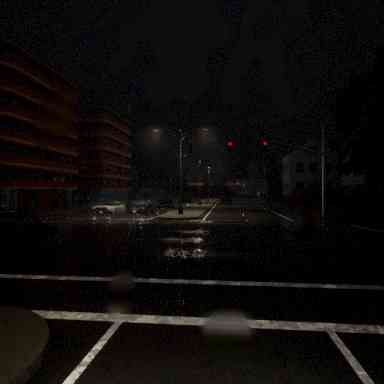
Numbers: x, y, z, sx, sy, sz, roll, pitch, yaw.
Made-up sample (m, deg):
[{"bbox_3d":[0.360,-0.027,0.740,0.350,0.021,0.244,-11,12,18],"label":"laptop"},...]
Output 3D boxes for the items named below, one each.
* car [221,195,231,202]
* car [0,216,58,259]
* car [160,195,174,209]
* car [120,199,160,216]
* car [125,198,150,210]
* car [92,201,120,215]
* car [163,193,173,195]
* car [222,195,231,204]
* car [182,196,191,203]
[{"bbox_3d":[7.730,1.523,75.654,2.128,1.511,4.902,0,0,6],"label":"car"},{"bbox_3d":[-6.966,1.601,12.271,1.895,1.301,4.718,0,0,6],"label":"car"},{"bbox_3d":[-3.564,1.505,45.192,1.837,1.490,4.892,0,0,6],"label":"car"},{"bbox_3d":[-4.908,1.493,32.196,2.128,1.511,4.902,0,0,6],"label":"car"},{"bbox_3d":[-7.167,1.562,44.160,1.994,1.385,4.181,0,0,9],"label":"car"},{"bbox_3d":[-8.307,1.601,33.379,1.895,1.301,4.718,0,0,6],"label":"car"},{"bbox_3d":[-4.873,1.223,65.978,2.150,2.045,5.566,0,0,6],"label":"car"},{"bbox_3d":[6.787,1.505,65.612,1.837,1.490,4.892,0,0,6],"label":"car"},{"bbox_3d":[-1.206,1.547,67.262,2.033,1.411,5.357,0,0,6],"label":"car"}]
